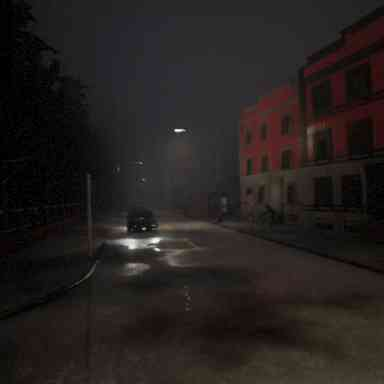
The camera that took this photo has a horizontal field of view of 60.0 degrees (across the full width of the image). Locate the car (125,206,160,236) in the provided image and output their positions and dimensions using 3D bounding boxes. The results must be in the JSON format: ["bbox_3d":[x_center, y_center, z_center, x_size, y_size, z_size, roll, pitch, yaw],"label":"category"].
[{"bbox_3d":[-3.252,1.937,21.734,1.837,1.490,4.892,-1,-1,-11],"label":"car"}]

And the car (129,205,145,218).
[{"bbox_3d":[-6.876,2.347,40.987,1.812,1.442,4.674,-1,-1,-11],"label":"car"}]

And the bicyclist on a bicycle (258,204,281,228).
[{"bbox_3d":[5.184,1.613,22.302,1.656,1.620,0.582,-1,-1,-11],"label":"bicyclist on a bicycle"}]
